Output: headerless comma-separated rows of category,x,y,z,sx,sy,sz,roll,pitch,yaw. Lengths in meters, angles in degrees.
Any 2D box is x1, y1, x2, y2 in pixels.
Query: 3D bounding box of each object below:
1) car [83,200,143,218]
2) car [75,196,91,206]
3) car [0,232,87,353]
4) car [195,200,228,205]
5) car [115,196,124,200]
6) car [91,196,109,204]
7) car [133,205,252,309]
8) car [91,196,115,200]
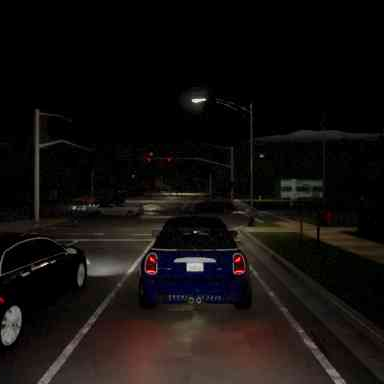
car,-6.846,1.600,29.745,4.718,1.301,1.895,0,0,0
car,-17.964,1.477,55.655,1.882,1.535,5.008,0,0,1
car,-3.443,1.505,6.120,1.837,1.490,4.892,0,0,0
car,2.273,1.563,36.677,4.181,1.385,1.994,0,0,0
car,-14.336,1.547,64.091,2.033,1.411,5.357,0,0,1
car,-17.813,1.491,64.844,2.128,1.511,4.902,0,0,1
car,0.067,1.352,8.026,2.097,1.767,4.553,0,0,0
car,-14.495,1.600,54.443,1.895,1.301,4.718,0,0,1
